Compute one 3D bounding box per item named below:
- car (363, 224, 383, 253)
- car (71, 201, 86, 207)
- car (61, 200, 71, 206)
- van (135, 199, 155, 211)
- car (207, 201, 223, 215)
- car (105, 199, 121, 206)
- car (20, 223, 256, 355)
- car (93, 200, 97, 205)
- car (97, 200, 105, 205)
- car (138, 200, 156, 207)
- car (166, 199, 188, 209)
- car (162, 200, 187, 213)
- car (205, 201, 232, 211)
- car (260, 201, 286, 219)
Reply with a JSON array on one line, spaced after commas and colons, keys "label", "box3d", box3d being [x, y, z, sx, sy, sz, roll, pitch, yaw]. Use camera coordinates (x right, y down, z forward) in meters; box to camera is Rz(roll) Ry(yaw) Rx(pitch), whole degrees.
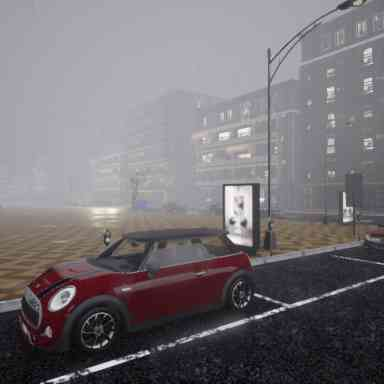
[{"label": "car", "box3d": [8.130, 1.581, 12.501, 4.206, 1.307, 1.802, 0, 0, -36]}, {"label": "car", "box3d": [-25.924, 2.703, 77.246, 2.008, 1.369, 4.403, -2, 0, -36]}, {"label": "car", "box3d": [-32.532, 2.862, 86.211, 1.887, 1.381, 4.507, -2, 0, -36]}, {"label": "van", "box3d": [-7.419, 2.035, 52.087, 1.690, 1.788, 3.998, -2, 0, -36]}, {"label": "car", "box3d": [3.712, 1.969, 36.821, 2.008, 1.369, 4.403, -2, 0, -36]}, {"label": "car", "box3d": [-19.181, 2.528, 82.217, 1.967, 1.590, 4.097, -2, 0, -36]}, {"label": "car", "box3d": [-0.818, 1.440, 6.006, 4.097, 1.590, 1.967, 0, 0, -36]}, {"label": "car", "box3d": [-25.787, 2.798, 91.183, 1.887, 1.381, 4.507, -2, 0, -36]}, {"label": "car", "box3d": [-22.482, 2.736, 86.700, 1.947, 1.339, 4.313, -2, 0, -36]}, {"label": "car", "box3d": [-9.264, 2.425, 68.768, 1.802, 1.307, 4.206, -2, 0, -36]}, {"label": "car", "box3d": [-2.655, 2.119, 59.805, 1.967, 1.590, 4.097, -2, 0, -36]}, {"label": "car", "box3d": [-2.440, 2.115, 45.244, 1.887, 1.381, 4.507, -2, 0, -36]}, {"label": "car", "box3d": [4.016, 2.097, 50.884, 1.802, 1.307, 4.206, -2, 0, -36]}, {"label": "car", "box3d": [7.016, 1.888, 32.338, 2.008, 1.369, 4.403, -2, 0, -36]}]
